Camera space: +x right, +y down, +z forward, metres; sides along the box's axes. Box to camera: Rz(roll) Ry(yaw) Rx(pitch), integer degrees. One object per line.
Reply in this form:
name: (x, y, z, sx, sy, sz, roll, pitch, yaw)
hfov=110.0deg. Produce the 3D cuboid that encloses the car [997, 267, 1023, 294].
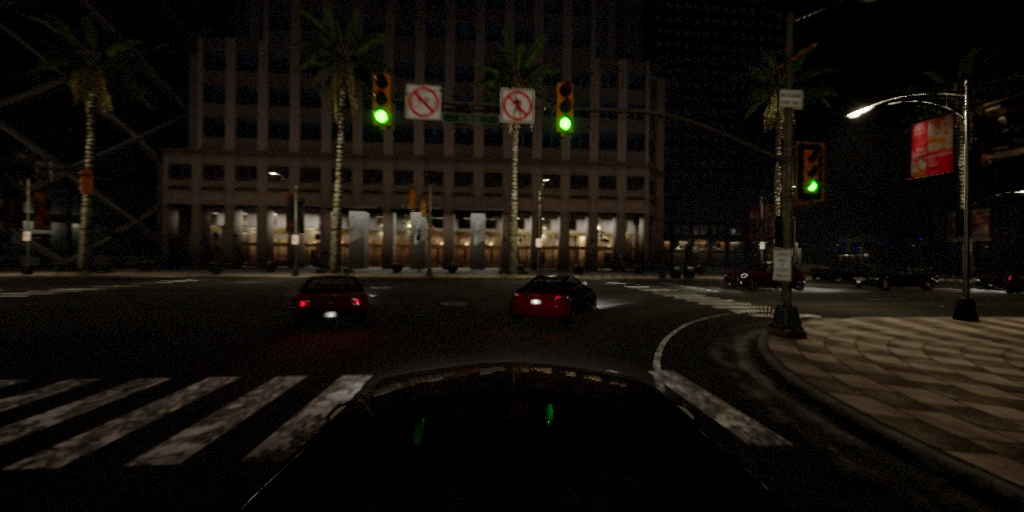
car: (31.384, 1.393, 20.462, 4.553, 1.767, 2.097, 1, 0, -4)

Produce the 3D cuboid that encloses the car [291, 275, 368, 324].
car: (-5.839, 1.277, 11.697, 1.895, 1.301, 4.718, 1, 0, -25)

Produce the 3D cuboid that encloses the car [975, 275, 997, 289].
car: (35.019, 1.619, 24.409, 5.357, 1.411, 2.033, 1, 0, -4)

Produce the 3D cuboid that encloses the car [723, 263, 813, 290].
car: (16.197, 1.235, 23.144, 4.553, 1.767, 2.097, 1, 0, -4)

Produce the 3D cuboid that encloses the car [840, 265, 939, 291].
car: (25.268, 1.465, 23.757, 4.902, 1.511, 2.128, 1, 0, -4)

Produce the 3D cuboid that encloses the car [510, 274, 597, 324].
car: (1.543, 1.314, 12.281, 1.994, 1.385, 4.181, 0, 0, 25)
